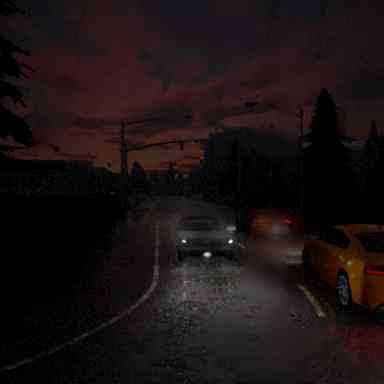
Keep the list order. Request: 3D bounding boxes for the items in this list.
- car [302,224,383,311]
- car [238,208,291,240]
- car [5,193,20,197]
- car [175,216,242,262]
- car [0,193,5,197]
[{"bbox_3d":[4.003,1.477,7.765,1.882,1.535,5.008,0,0,6],"label":"car"},{"bbox_3d":[3.552,1.525,17.079,1.812,1.442,4.674,0,0,-5],"label":"car"},{"bbox_3d":[-38.337,1.096,72.949,1.932,1.855,4.605,0,0,-5],"label":"car"},{"bbox_3d":[0.334,1.601,12.332,1.895,1.301,4.718,0,0,-4],"label":"car"},{"bbox_3d":[-41.194,1.076,72.277,1.905,1.878,3.866,0,0,-5],"label":"car"}]
